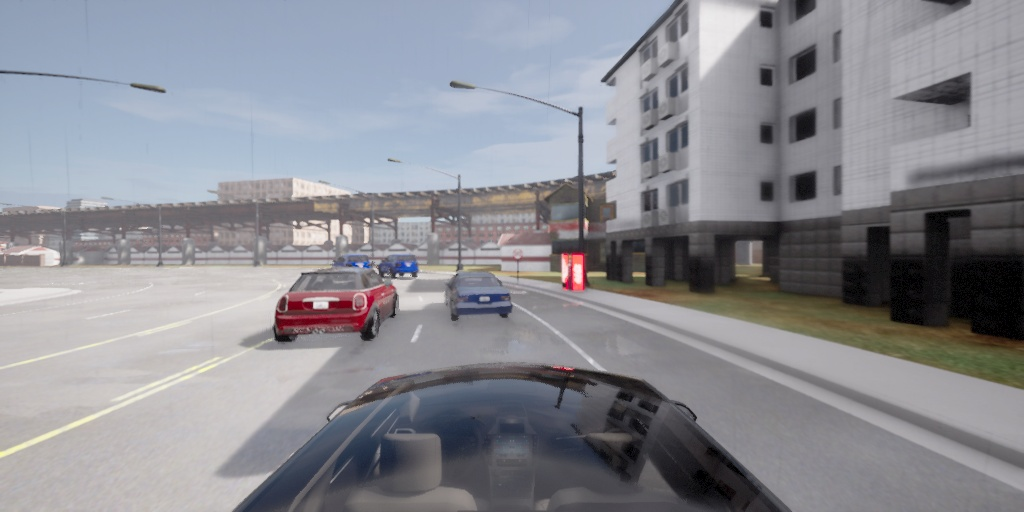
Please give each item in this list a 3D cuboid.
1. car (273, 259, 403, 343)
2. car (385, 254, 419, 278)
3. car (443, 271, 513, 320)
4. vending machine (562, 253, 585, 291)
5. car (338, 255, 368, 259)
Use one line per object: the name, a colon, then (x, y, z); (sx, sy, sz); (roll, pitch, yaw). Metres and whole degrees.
car: (-4.500, 1.084, 9.909); (2.097, 1.767, 4.553); (0, 0, -9)
car: (-10.074, 0.869, 31.603); (2.150, 2.045, 5.566); (0, 0, -36)
car: (-1.342, 1.245, 12.551); (2.033, 1.411, 5.357); (0, 0, -13)
vending machine: (3.167, 0.831, 18.549); (1.100, 2.100, 0.880); (0, 0, -18)
car: (-13.840, 0.898, 30.771); (2.150, 2.045, 5.566); (0, 0, -39)
